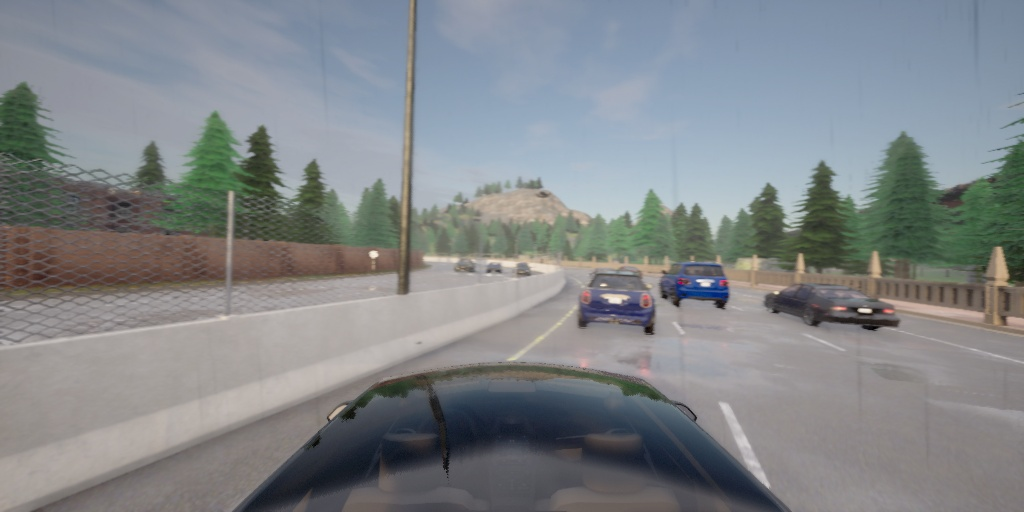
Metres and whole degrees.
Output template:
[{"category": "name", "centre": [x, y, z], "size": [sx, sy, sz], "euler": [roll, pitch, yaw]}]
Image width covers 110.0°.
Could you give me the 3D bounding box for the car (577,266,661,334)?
[{"category": "car", "centre": [3.466, 1.257, 11.736], "size": [2.097, 1.767, 4.553], "euler": [2, 0, 18]}]

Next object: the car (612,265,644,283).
[{"category": "car", "centre": [11.603, 1.751, 36.150], "size": [1.882, 1.535, 5.008], "euler": [2, 0, 5]}]

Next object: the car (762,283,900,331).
[{"category": "car", "centre": [11.230, 1.711, 13.142], "size": [2.033, 1.411, 5.357], "euler": [2, 0, 16]}]

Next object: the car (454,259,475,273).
[{"category": "car", "centre": [-5.678, 1.094, 43.393], "size": [2.097, 1.767, 4.553], "euler": [2, 0, 1]}]

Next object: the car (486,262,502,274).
[{"category": "car", "centre": [-2.155, 1.410, 44.395], "size": [2.033, 1.411, 5.357], "euler": [2, 0, 0]}]

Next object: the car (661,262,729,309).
[{"category": "car", "centre": [8.806, 1.325, 17.712], "size": [2.150, 2.045, 5.566], "euler": [2, 0, 14]}]

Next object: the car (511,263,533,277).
[{"category": "car", "centre": [1.055, 1.446, 37.909], "size": [1.837, 1.490, 4.892], "euler": [2, -1, 4]}]

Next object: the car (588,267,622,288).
[{"category": "car", "centre": [7.472, 1.658, 29.360], "size": [2.033, 1.411, 5.357], "euler": [2, 0, 7]}]
